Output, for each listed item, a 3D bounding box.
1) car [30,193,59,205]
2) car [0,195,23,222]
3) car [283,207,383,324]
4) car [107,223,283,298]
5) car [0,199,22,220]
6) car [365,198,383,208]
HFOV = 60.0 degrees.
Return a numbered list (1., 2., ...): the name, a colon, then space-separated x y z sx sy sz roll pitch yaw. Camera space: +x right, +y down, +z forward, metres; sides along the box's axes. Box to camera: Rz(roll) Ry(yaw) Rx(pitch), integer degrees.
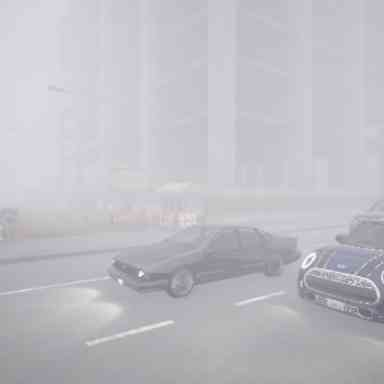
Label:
1. car: -23.412 1.120 53.508 3.866 1.878 1.905 0 0 -36
2. car: -14.081 1.148 22.797 3.866 1.878 1.905 0 0 -36
3. car: 4.321 1.359 7.068 4.553 1.767 2.097 0 0 -35
4. car: 0.626 1.553 8.737 5.357 1.411 2.033 0 0 -36
5. car: -15.397 1.338 25.299 4.193 1.474 1.816 0 0 -36
6. car: 9.431 1.237 15.003 5.566 2.045 2.150 0 0 -35
